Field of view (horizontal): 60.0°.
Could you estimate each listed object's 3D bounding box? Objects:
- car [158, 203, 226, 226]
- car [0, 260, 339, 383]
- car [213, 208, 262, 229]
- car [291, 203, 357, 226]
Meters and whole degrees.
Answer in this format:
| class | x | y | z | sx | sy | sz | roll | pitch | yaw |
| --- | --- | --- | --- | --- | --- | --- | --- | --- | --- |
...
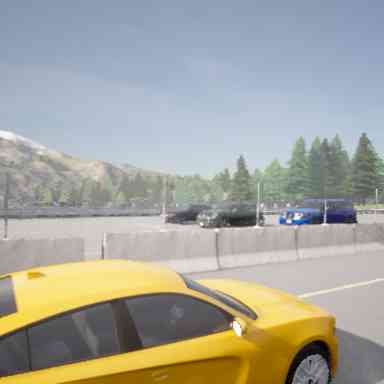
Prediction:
| class | x | y | z | sx | sy | sz | roll | pitch | yaw |
| --- | --- | --- | --- | --- | --- | --- | --- | --- | --- |
| car | 0.032 | 1.580 | 24.393 | 4.674 | 1.442 | 1.812 | 1 | 0 | -31 |
| car | -0.655 | 1.463 | 3.293 | 5.008 | 1.535 | 1.882 | 1 | 0 | -31 |
| car | 2.542 | 1.454 | 21.818 | 4.553 | 1.767 | 2.097 | 1 | 0 | -31 |
| car | 8.101 | 1.459 | 21.088 | 5.566 | 2.045 | 2.150 | 2 | 0 | -31 |
